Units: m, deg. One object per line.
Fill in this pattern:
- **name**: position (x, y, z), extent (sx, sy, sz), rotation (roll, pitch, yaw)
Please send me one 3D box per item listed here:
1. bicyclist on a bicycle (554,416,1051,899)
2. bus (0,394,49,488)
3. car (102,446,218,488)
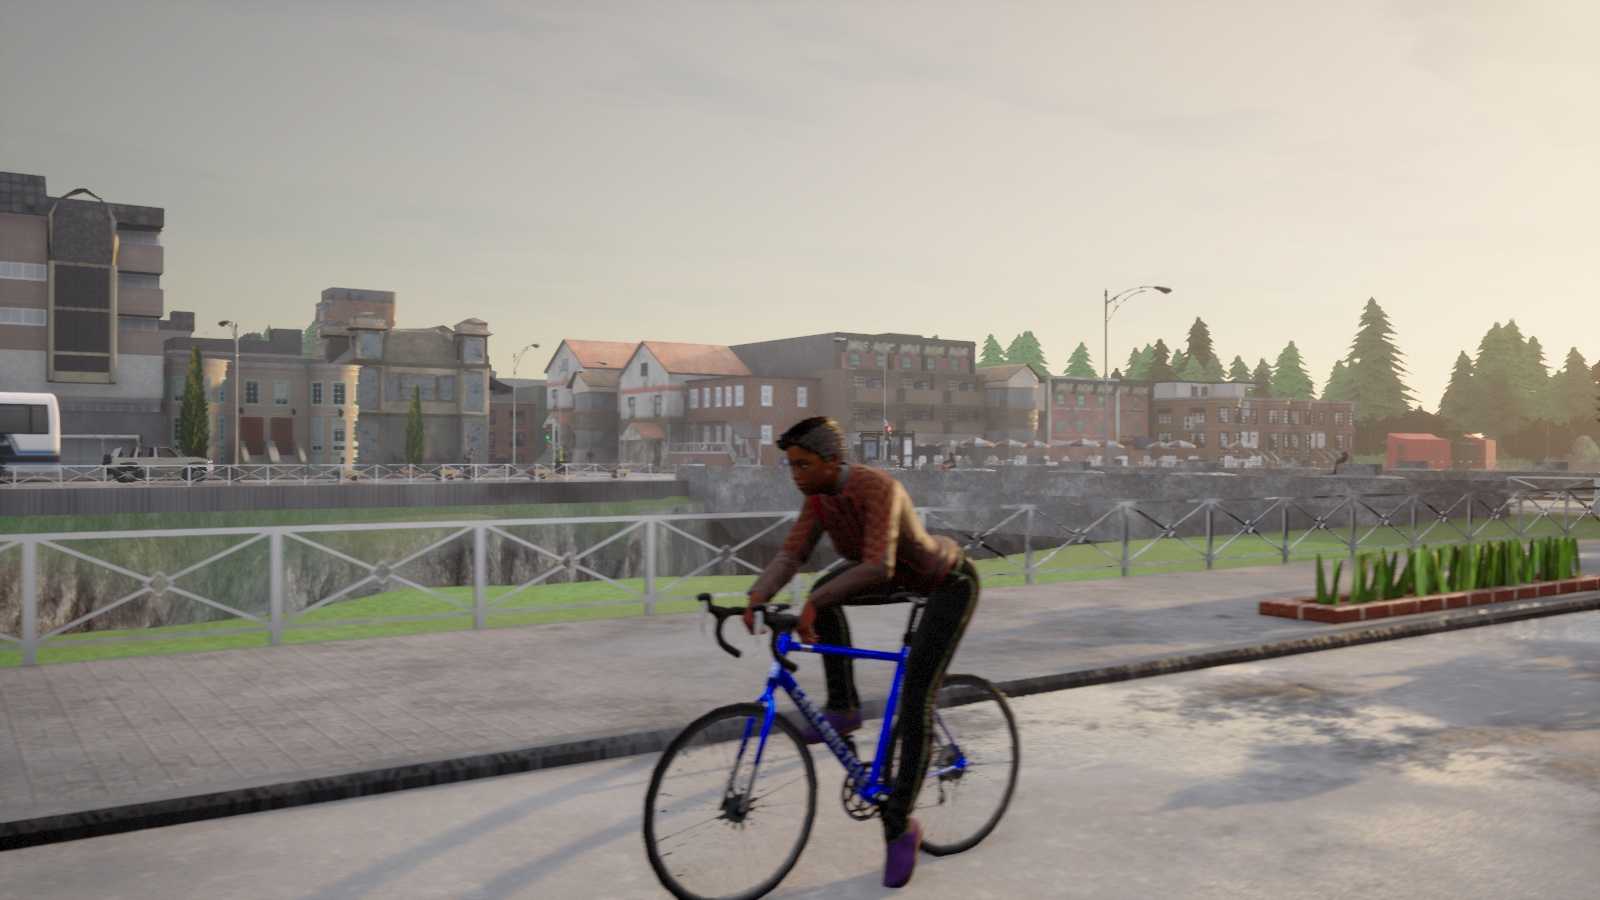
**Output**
- **bicyclist on a bicycle**: position (0.055, 0.708, 4.307), extent (1.656, 1.620, 0.582), rotation (0, 0, -35)
- **bus**: position (-39.936, -0.409, 56.543), extent (10.273, 4.253, 3.944), rotation (0, 0, -35)
- **car**: position (-29.871, 0.768, 58.674), extent (4.605, 1.855, 1.932), rotation (0, 0, -35)
